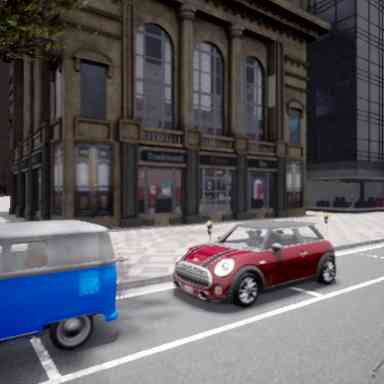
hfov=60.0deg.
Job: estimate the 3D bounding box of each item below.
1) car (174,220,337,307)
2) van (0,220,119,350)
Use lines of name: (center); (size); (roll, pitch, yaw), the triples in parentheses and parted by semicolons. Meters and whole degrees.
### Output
car: (1.559, 1.439, 7.878); (4.097, 1.590, 1.967); (0, 0, -36)
van: (-3.032, 1.341, 4.603); (3.998, 1.788, 1.690); (0, 0, -36)
